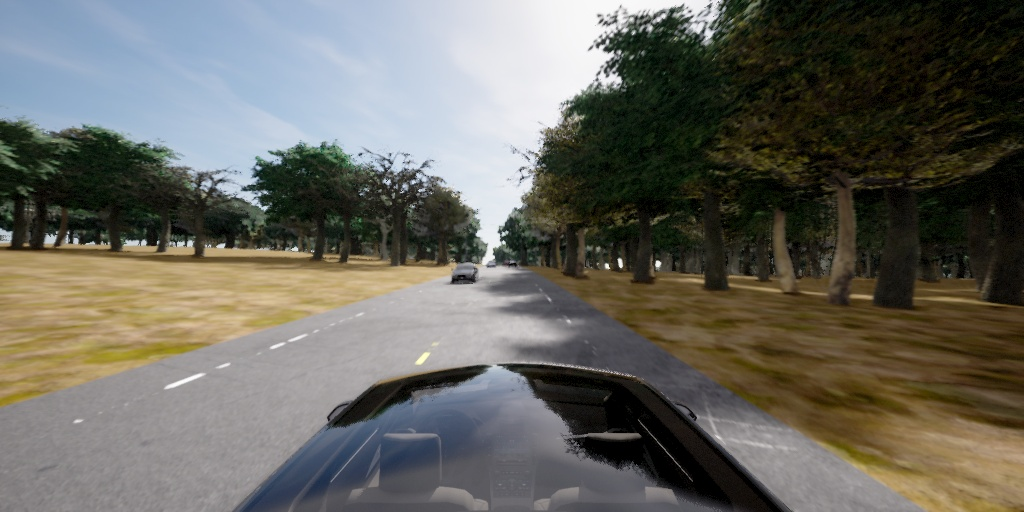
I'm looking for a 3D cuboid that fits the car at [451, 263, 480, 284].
[{"bbox_3d":[-3.621,1.332,28.313,1.837,1.490,4.892,0,0,0],"label":"car"}]
